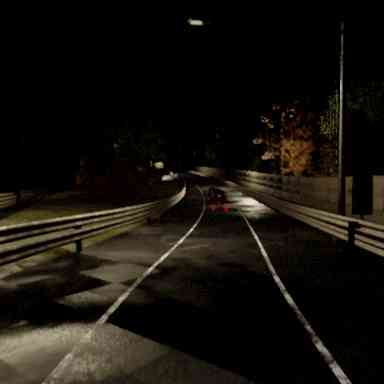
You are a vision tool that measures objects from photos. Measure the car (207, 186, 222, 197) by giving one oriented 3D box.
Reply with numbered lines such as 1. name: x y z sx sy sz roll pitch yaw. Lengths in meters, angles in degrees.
1. car: 3.558 -0.119 53.339 2.128 1.511 4.902 0 5 -1

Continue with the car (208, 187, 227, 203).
1. car: 3.389 0.449 43.057 2.097 1.767 4.553 1 3 1
